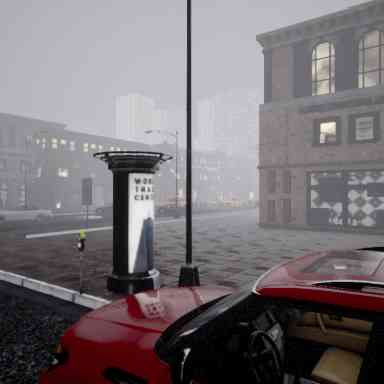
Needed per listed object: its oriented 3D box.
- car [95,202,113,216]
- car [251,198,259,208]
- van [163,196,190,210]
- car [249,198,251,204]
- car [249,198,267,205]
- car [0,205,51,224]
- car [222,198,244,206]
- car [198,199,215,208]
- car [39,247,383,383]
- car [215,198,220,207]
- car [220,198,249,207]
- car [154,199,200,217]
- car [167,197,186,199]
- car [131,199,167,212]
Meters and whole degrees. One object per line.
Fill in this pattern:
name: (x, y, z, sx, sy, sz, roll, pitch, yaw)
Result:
car: (-7.810, 1.676, 33.974, 1.994, 1.385, 4.181, 0, 0, 36)
car: (11.142, 1.676, 50.896, 1.967, 1.590, 4.097, 0, -1, 35)
van: (-2.070, 1.518, 46.672, 1.690, 1.788, 3.998, 0, 0, 35)
car: (10.640, 1.846, 64.755, 2.008, 1.369, 4.403, 0, -1, 35)
car: (13.817, 1.876, 69.277, 2.008, 1.369, 4.403, 0, -1, 35)
car: (-13.568, 1.668, 25.799, 1.895, 1.301, 4.718, 0, 0, 35)
car: (7.463, 1.815, 60.234, 2.008, 1.369, 4.403, 0, -1, 35)
car: (1.108, 1.756, 51.192, 2.008, 1.369, 4.403, 0, 0, 35)
car: (1.156, 1.315, 2.051, 5.009, 1.841, 2.192, 0, 0, 36)
car: (4.187, 1.759, 55.574, 1.752, 1.417, 4.829, 0, -1, 35)
car: (7.063, 1.729, 54.981, 1.882, 1.535, 5.008, 0, 0, 35)
car: (-1.524, 1.670, 32.782, 1.887, 1.381, 4.507, 0, 0, 35)
car: (-2.227, 1.511, 41.916, 2.097, 1.767, 4.553, 0, 0, 35)
car: (-5.344, 1.674, 42.010, 1.752, 1.417, 4.829, 0, 0, 35)
